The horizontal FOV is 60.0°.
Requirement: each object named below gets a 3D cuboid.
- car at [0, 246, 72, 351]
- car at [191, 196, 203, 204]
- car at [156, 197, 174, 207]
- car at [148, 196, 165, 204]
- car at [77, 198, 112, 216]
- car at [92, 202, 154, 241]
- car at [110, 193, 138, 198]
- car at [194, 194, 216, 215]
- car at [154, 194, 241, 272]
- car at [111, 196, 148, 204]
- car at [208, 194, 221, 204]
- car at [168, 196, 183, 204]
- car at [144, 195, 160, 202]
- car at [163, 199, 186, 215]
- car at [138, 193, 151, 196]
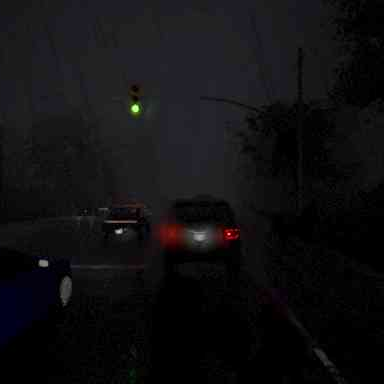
[{"bbox_3d":[-3.331,1.474,4.705,1.882,1.535,5.008,0,0,0],"label":"car"},{"bbox_3d":[0.958,1.497,63.979,1.812,1.442,4.674,0,0,8],"label":"car"},{"bbox_3d":[-4.192,1.539,51.599,1.994,1.385,4.181,0,0,7],"label":"car"},{"bbox_3d":[-6.499,1.462,61.970,2.128,1.511,4.902,0,0,7],"label":"car"},{"bbox_3d":[-9.447,1.547,32.027,1.994,1.385,4.181,0,0,4],"label":"car"},{"bbox_3d":[-3.036,1.484,16.624,2.128,1.511,4.902,0,0,2],"label":"car"},{"bbox_3d":[-8.737,1.200,41.357,2.150,2.045,5.566,0,0,5],"label":"car"},{"bbox_3d":[1.464,1.206,34.905,2.150,2.045,5.566,0,0,4],"label":"car"},{"bbox_3d":[0.277,1.217,10.874,2.150,2.045,5.566,0,0,1],"label":"car"},{"bbox_3d":[-5.923,1.461,32.280,1.882,1.535,5.008,0,0,4],"label":"car"},{"bbox_3d":[4.216,1.324,62.876,2.097,1.767,4.553,0,0,8],"label":"car"},{"bbox_3d":[-2.979,1.449,61.906,1.882,1.535,5.008,0,0,7],"label":"car"},{"bbox_3d":[-5.201,1.505,41.570,1.812,1.442,4.674,0,0,5],"label":"car"},{"bbox_3d":[-1.793,1.531,35.501,2.033,1.411,5.357,0,0,1],"label":"car"},{"bbox_3d":[-7.698,1.196,51.668,2.150,2.045,5.566,0,0,7],"label":"car"}]
